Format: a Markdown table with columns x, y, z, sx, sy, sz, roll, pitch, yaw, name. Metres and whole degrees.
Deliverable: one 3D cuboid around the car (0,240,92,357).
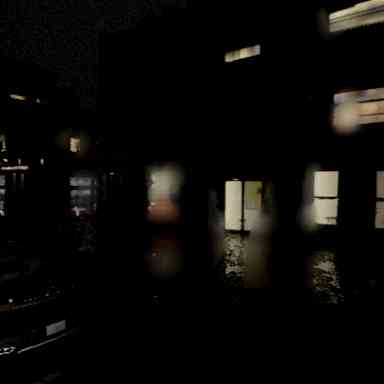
| x | y | z | sx | sy | sz | roll | pitch | yaw | name |
| --- | --- | --- | --- | --- | --- | --- | --- | --- | --- |
| -3.515 | 1.476 | 5.499 | 4.403 | 1.369 | 2.008 | 1 | 2 | 35 | car |
